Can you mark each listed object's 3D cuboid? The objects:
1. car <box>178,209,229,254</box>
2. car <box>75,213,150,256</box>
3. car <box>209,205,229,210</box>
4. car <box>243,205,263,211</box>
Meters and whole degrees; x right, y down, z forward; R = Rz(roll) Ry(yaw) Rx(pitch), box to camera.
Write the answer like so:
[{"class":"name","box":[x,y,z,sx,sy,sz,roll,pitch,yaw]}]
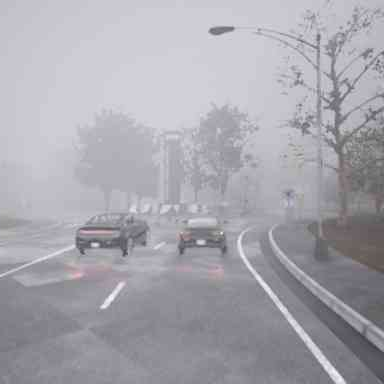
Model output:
[{"class":"car","box":[0.545,1.635,14.003,1.812,1.442,4.674,0,-1,6]},{"class":"car","box":[-3.016,1.593,13.534,2.128,1.511,4.902,0,-1,5]},{"class":"car","box":[5.717,3.594,74.057,4.718,1.301,1.895,-1,-2,24]},{"class":"car","box":[13.312,3.479,72.578,4.181,1.385,1.994,-2,-3,45]}]
